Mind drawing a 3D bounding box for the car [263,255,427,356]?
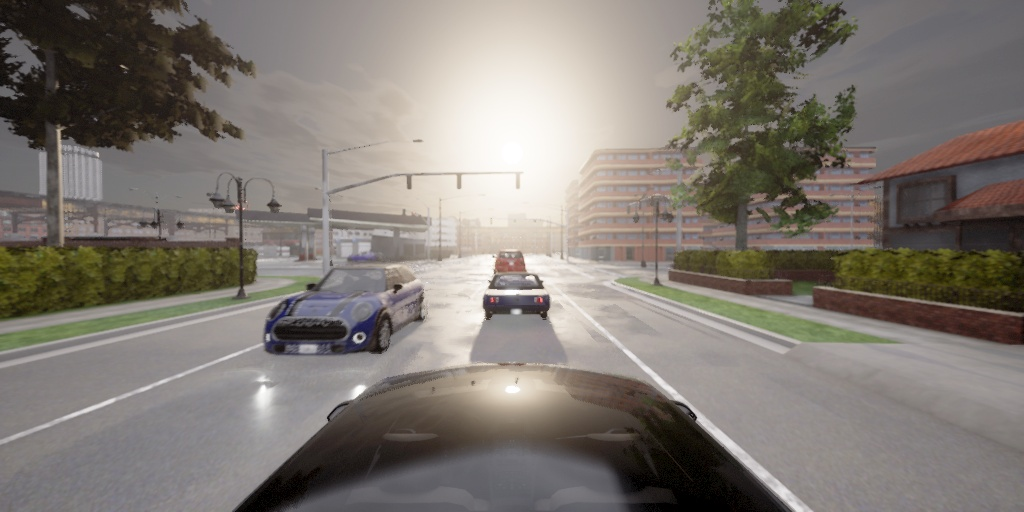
[{"bbox_3d":[-3.521,0.983,8.470,2.097,1.767,4.553,0,1,1],"label":"car"}]

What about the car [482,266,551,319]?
[{"bbox_3d":[0.130,1.175,11.862,1.895,1.301,4.718,0,1,0],"label":"car"}]

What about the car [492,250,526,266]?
[{"bbox_3d":[-0.280,0.538,26.879,2.150,2.045,5.566,0,1,-5],"label":"car"}]
